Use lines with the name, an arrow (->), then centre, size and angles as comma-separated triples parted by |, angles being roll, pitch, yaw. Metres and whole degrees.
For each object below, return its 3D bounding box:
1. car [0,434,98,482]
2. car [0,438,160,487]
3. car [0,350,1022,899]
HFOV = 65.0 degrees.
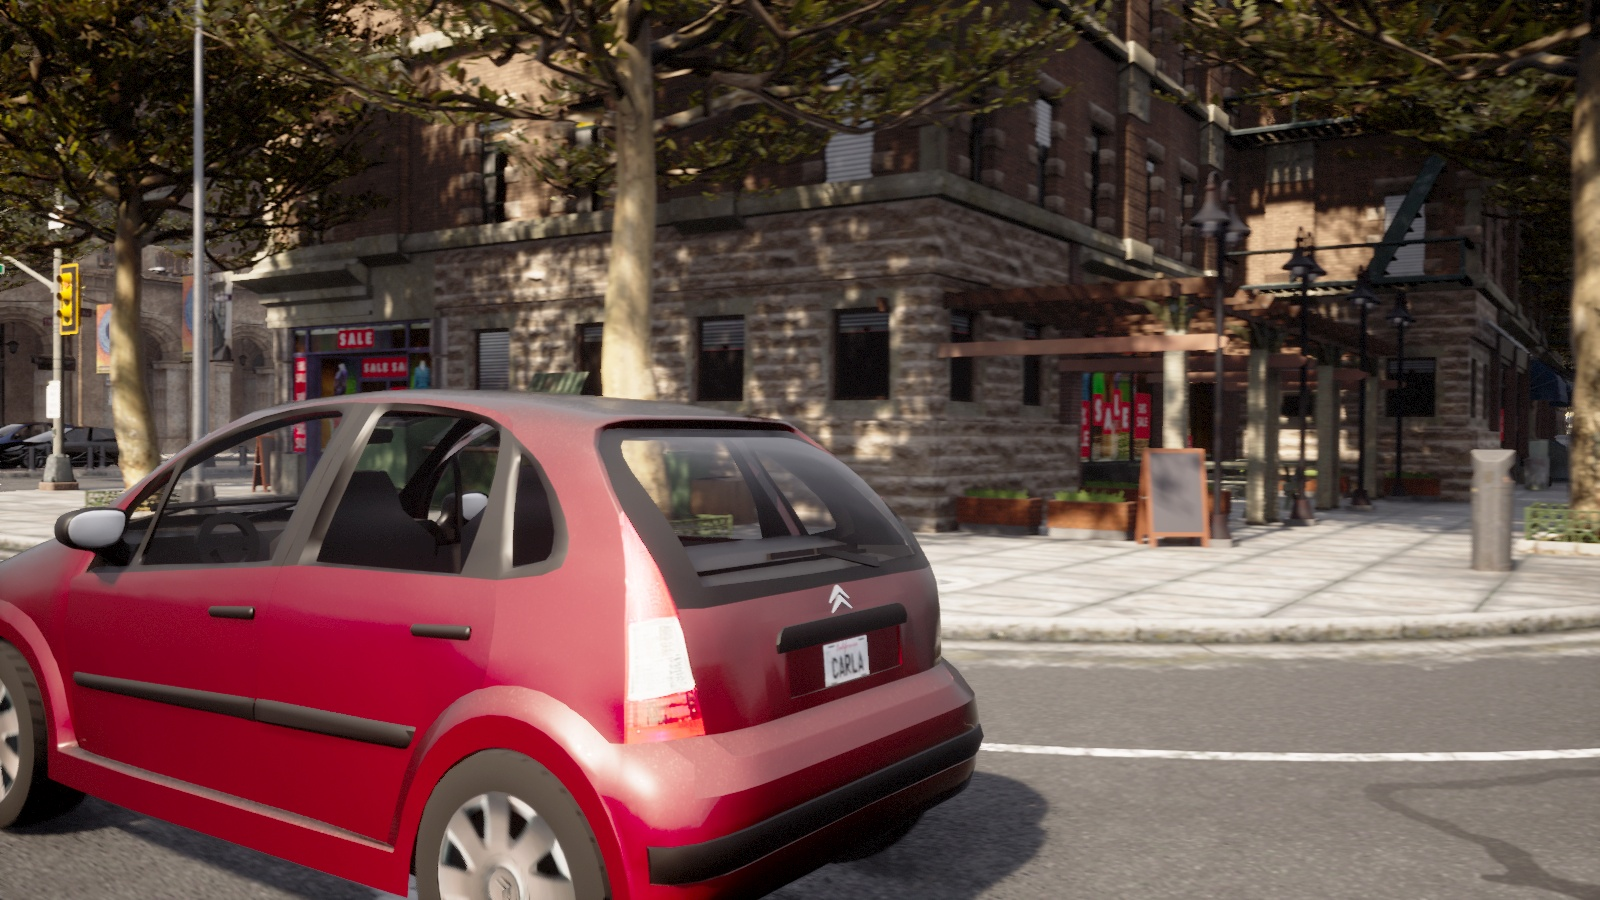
car -> -27.348, 0.271, 44.404 | 1.851, 1.617, 3.988 | 0, 1, 35
car -> -24.501, 0.376, 42.307 | 2.163, 1.488, 4.792 | 0, 1, 35
car -> -1.428, 0.580, 4.571 | 3.988, 1.617, 1.851 | 0, 1, 34
